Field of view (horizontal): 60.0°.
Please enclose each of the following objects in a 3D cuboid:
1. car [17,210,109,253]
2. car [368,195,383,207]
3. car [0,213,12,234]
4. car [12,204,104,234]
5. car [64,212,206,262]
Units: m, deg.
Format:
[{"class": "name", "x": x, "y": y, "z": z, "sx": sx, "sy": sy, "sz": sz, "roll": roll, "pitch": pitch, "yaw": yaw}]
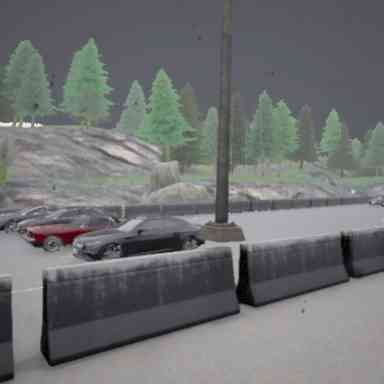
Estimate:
[{"class": "car", "x": -4.357, "y": 1.593, "z": 13.779, "sx": 4.718, "sy": 1.301, "sz": 1.895, "roll": 0, "pitch": 0, "yaw": -35}, {"class": "car", "x": 24.670, "y": 1.093, "z": 43.040, "sx": 4.902, "sy": 1.511, "sz": 2.128, "roll": -1, "pitch": 1, "yaw": -35}, {"class": "car", "x": -8.815, "y": 1.485, "z": 19.197, "sx": 4.902, "sy": 1.511, "sz": 2.128, "roll": 0, "pitch": 0, "yaw": -35}, {"class": "car", "x": -6.103, "y": 1.496, "z": 16.832, "sx": 4.892, "sy": 1.490, "sz": 1.837, "roll": 0, "pitch": 0, "yaw": -35}, {"class": "car", "x": -1.642, "y": 1.516, "z": 11.416, "sx": 4.674, "sy": 1.442, "sz": 1.812, "roll": 0, "pitch": 0, "yaw": -35}]
